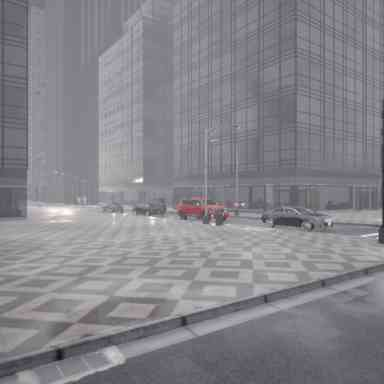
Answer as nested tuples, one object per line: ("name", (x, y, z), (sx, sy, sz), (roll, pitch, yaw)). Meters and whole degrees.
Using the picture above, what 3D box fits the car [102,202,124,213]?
("car", (-11.172, 2.170, 46.778), (1.837, 1.490, 4.892), (0, -1, -35))

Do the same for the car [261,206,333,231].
("car", (6.793, 1.683, 21.924), (2.128, 1.511, 4.902), (0, -1, -36))

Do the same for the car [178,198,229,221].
("car", (0.884, 1.568, 30.059), (2.150, 2.045, 5.566), (0, -1, -37))

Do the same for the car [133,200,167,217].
("car", (-5.087, 1.980, 38.311), (1.882, 1.535, 5.008), (0, -1, -36))

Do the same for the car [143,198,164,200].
("car", (-5.511, 1.804, 44.332), (2.150, 2.045, 5.566), (0, -1, -36))
